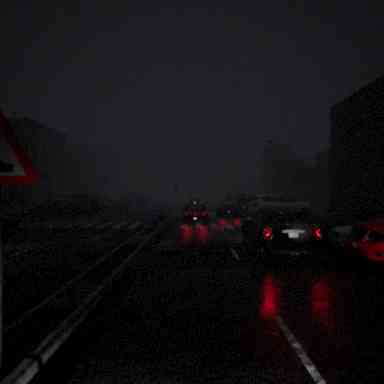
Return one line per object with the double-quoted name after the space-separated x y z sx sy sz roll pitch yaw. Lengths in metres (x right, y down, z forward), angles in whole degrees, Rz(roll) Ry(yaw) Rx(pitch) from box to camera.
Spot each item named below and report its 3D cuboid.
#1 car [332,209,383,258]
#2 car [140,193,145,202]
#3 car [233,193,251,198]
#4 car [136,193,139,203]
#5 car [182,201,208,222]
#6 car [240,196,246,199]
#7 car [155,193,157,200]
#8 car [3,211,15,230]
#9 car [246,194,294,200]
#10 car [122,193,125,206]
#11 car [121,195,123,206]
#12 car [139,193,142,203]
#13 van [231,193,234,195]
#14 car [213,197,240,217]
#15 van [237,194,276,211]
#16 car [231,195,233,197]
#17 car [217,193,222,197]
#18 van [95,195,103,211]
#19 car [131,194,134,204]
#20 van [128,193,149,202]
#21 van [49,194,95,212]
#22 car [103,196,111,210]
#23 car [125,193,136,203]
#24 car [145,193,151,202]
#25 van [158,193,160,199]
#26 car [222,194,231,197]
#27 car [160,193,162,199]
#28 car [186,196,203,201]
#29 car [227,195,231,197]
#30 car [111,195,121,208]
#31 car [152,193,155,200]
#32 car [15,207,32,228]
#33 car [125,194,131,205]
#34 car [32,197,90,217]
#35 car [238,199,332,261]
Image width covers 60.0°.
7.716 1.533 12.782 4.674 1.452 2.002 0 0 0 "car"
-12.182 1.414 63.979 4.892 1.521 2.231 0 0 0 "car"
7.889 1.221 37.602 5.566 2.045 2.435 0 0 0 "car"
-12.194 1.287 58.421 4.553 1.767 2.185 0 0 0 "car"
0.250 1.611 26.176 1.895 1.301 4.718 0 0 0 "car"
7.838 1.478 34.720 5.008 1.535 2.097 0 0 0 "car"
-12.037 1.502 86.084 4.674 1.452 2.002 0 0 0 "car"
-12.476 1.211 16.731 5.566 2.045 2.435 0 0 0 "car"
7.858 1.357 31.963 4.553 1.767 2.185 0 0 0 "car"
-12.331 1.297 47.305 4.553 1.767 2.185 0 0 0 "car"
-12.313 1.428 44.526 5.008 1.535 2.097 0 0 0 "car"
-12.204 1.452 61.200 4.674 1.452 2.002 0 0 0 "car"
8.026 1.228 45.875 4.442 1.987 1.878 0 0 0 "van"
3.296 1.529 31.778 1.812 1.442 4.674 0 0 0 "car"
7.760 1.241 40.361 4.442 1.987 1.878 0 0 0 "van"
7.898 1.460 43.118 5.008 1.535 2.097 0 0 0 "car"
8.035 1.184 62.419 5.566 2.045 2.435 0 0 0 "car"
-12.491 1.216 36.188 4.442 1.987 1.878 0 0 0 "van"
-12.269 1.417 52.863 4.892 1.521 2.231 0 0 0 "car"
-11.997 1.203 75.094 4.442 1.987 1.878 0 0 0 "van"
-12.510 1.219 33.409 4.442 1.987 1.878 0 0 0 "van"
-12.358 1.477 38.967 4.674 1.452 2.002 0 0 0 "car"
-12.213 1.287 55.640 4.553 1.767 2.185 0 0 0 "car"
-12.123 1.167 69.537 5.566 2.045 2.435 0 0 0 "car"
-11.885 1.260 91.766 4.442 1.987 1.878 0 0 0 "van"
7.757 1.442 51.391 5.366 1.575 1.946 0 0 0 "car"
-12.011 1.249 94.548 5.566 2.045 2.435 0 0 0 "car"
0.348 1.335 42.254 2.097 1.767 4.553 0 0 0 "car"
7.923 1.489 48.633 4.674 1.452 2.002 0 0 0 "car"
-12.152 1.430 41.745 5.366 1.575 1.946 0 0 0 "car"
-12.067 1.184 77.872 5.566 2.045 2.435 0 0 0 "car"
-12.457 1.490 19.511 4.792 1.488 2.163 0 0 0 "car"
-12.277 1.419 50.086 5.008 1.535 2.097 0 0 0 "car"
-12.405 1.450 30.629 4.892 1.521 2.231 0 0 0 "car"
3.172 1.335 12.454 2.097 1.767 4.553 0 1 0 "car"
